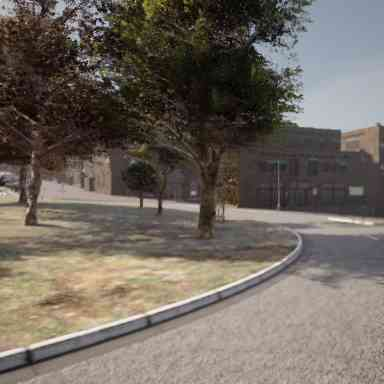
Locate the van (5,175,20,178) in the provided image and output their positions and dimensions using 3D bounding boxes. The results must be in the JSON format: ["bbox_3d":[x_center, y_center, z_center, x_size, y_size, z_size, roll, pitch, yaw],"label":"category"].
[{"bbox_3d":[-39.565,-2.167,76.194,1.878,1.987,4.442,6,4,37],"label":"van"}]

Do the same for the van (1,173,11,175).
[{"bbox_3d":[-44.709,-2.953,83.602,1.878,1.987,4.442,7,5,37],"label":"van"}]

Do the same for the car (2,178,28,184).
[{"bbox_3d":[-38.086,-1.677,73.429,1.946,1.575,5.366,7,5,37],"label":"car"}]

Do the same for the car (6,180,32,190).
[{"bbox_3d":[-34.646,-1.150,68.510,2.231,1.521,4.892,6,4,37],"label":"car"}]

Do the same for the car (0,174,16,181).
[{"bbox_3d":[-41.313,-2.453,78.604,2.435,2.045,5.566,7,5,37],"label":"car"}]
